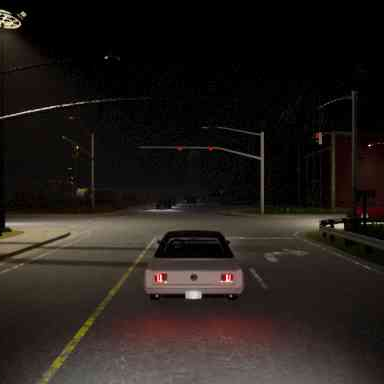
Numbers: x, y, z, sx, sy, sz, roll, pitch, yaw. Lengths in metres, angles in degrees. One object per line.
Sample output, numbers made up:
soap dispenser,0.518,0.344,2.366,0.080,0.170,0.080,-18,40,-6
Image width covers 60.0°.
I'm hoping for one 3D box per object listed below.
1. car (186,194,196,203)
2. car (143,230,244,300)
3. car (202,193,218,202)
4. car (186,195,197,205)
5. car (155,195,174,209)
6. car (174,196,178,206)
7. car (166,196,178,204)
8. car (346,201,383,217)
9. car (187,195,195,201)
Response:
car,-0.207,1.354,71.124,2.097,1.767,4.553,0,0,0
car,0.043,1.601,8.325,1.895,1.301,4.718,0,0,0
car,3.951,1.144,72.909,1.905,1.878,3.866,-8,3,-42
car,-0.166,1.504,57.127,1.837,1.490,4.892,0,0,0
car,-3.725,1.523,44.525,1.812,1.442,4.674,0,0,0
car,-3.743,1.352,53.428,2.097,1.767,4.553,0,0,0
car,-3.747,1.504,62.572,1.837,1.490,4.892,0,0,0
car,15.048,1.504,26.751,5.008,1.535,1.882,0,0,1
car,-0.234,1.441,80.353,2.033,1.411,5.357,0,0,0
